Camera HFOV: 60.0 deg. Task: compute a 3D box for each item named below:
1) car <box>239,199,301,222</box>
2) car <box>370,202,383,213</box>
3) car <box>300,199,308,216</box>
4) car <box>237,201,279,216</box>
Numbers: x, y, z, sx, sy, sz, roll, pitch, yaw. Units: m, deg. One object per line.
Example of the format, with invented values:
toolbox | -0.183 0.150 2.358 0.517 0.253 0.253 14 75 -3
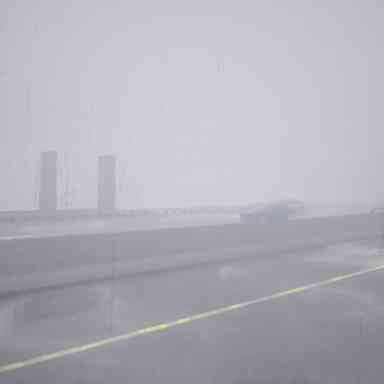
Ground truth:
car | 5.791 1.558 25.345 5.008 1.535 1.882 0 0 -36
car | 17.757 1.578 29.632 4.902 1.511 2.128 0 0 -35
car | 9.023 1.451 31.973 4.553 1.767 2.097 0 0 -36
car | 6.961 1.675 34.798 4.181 1.385 1.994 0 0 -35
